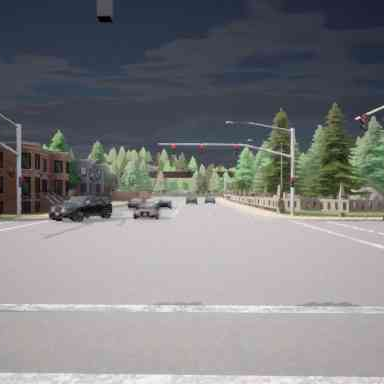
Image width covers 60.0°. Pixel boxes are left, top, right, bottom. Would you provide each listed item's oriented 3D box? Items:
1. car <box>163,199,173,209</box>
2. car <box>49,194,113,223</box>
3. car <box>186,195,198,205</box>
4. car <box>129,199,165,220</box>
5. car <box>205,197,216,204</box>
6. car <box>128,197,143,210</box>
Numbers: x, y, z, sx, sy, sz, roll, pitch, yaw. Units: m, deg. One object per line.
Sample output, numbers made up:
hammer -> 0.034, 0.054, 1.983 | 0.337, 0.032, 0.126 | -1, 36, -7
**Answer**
car -> -3.631, 1.600, 44.174 | 1.895, 1.301, 4.718 | 0, 0, 0
car -> -8.509, 1.222, 26.237 | 2.150, 2.045, 5.566 | 1, 0, 23
car -> -0.063, 1.352, 60.224 | 2.097, 1.767, 4.553 | 0, 0, 0
car -> -3.627, 1.564, 27.567 | 1.994, 1.385, 4.181 | 0, 0, 0
car -> 3.532, 1.564, 65.205 | 1.994, 1.385, 4.181 | 0, 0, 0
car -> -7.131, 1.477, 43.494 | 1.882, 1.535, 5.008 | 0, 0, 0
